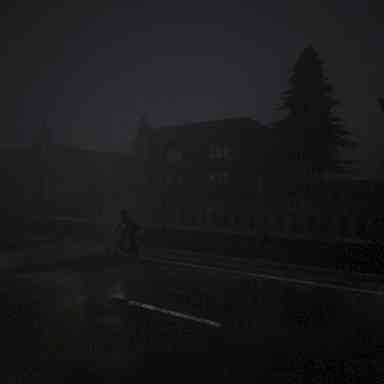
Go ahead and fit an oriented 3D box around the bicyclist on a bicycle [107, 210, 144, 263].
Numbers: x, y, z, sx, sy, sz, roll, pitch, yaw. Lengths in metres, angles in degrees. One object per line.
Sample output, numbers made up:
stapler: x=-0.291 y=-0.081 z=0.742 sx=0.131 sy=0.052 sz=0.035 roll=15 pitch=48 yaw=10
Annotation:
bicyclist on a bicycle: x=-2.100 y=1.405 z=10.738 sx=0.582 sy=1.620 sz=1.656 roll=0 pitch=0 yaw=34
